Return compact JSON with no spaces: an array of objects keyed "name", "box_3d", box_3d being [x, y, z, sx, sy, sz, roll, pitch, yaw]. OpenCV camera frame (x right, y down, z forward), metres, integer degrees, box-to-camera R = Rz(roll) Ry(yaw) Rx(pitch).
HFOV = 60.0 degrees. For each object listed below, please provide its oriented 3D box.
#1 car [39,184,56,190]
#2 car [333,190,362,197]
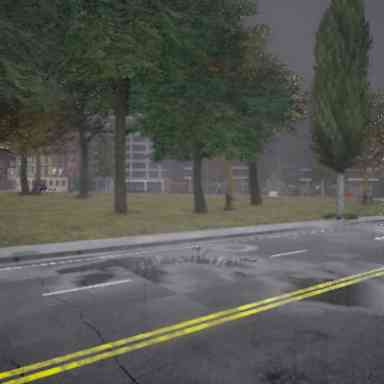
[{"name":"car","box_3d":[-29.767,-0.912,67.229,4.553,1.767,2.097,1,0,11]},{"name":"car","box_3d":[26.253,0.281,56.170,4.553,1.767,2.097,1,0,11]}]
